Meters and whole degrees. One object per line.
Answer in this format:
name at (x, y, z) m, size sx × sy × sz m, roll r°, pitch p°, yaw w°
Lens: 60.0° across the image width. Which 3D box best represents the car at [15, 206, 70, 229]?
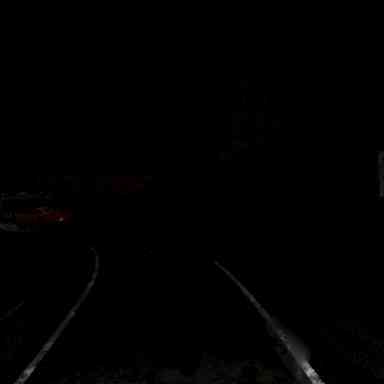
car at (-11.152, 1.840, 24.589) m, size 5.008 × 1.535 × 1.882 m, roll -3°, pitch 0°, yaw 34°
